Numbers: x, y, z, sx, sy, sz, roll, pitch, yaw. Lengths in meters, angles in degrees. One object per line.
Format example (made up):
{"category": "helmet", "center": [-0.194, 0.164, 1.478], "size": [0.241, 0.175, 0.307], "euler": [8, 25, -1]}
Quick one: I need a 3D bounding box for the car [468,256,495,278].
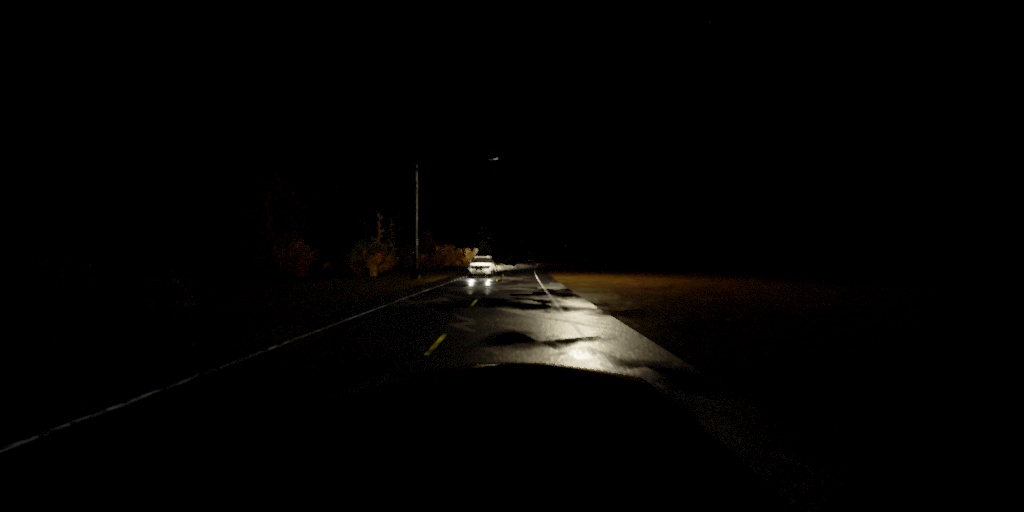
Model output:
{"category": "car", "center": [-2.914, 1.011, 35.214], "size": [2.150, 2.045, 5.566], "euler": [0, 0, 2]}
